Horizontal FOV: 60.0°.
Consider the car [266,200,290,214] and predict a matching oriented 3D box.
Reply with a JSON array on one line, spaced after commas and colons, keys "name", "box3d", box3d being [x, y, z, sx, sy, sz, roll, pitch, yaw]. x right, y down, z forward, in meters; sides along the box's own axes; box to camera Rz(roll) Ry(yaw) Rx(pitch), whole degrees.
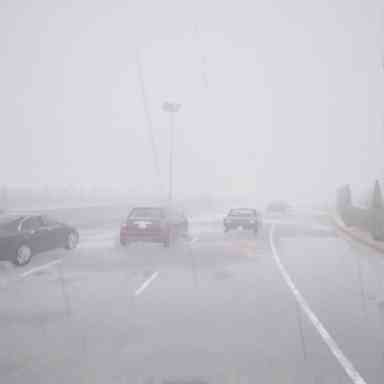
[{"name": "car", "box3d": [9.449, 1.551, 36.399, 1.812, 1.442, 4.674, 0, 0, 25]}]

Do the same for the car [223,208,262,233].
[{"name": "car", "box3d": [3.128, 1.606, 19.817, 1.895, 1.301, 4.718, 0, 0, 15]}]

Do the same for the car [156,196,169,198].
[{"name": "car", "box3d": [-4.419, 1.509, 40.203, 2.033, 1.411, 5.357, 0, 0, 25]}]

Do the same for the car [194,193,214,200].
[{"name": "car", "box3d": [2.261, 1.294, 61.589, 2.150, 2.045, 5.566, 0, 0, 27]}]

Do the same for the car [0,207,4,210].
[{"name": "car", "box3d": [-14.599, 1.401, 21.571, 1.882, 1.535, 5.008, 0, 0, 14]}]

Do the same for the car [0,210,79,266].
[{"name": "car", "box3d": [-5.703, 1.473, 11.461, 1.837, 1.490, 4.892, 0, 0, 9]}]

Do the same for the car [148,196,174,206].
[{"name": "car", "box3d": [-5.055, 1.460, 54.801, 1.837, 1.490, 4.892, 0, 0, 27]}]

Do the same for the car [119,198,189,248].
[{"name": "car", "box3d": [-1.528, 1.338, 14.981, 2.097, 1.767, 4.553, 0, 0, 11]}]
